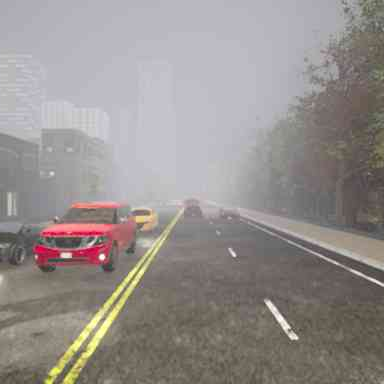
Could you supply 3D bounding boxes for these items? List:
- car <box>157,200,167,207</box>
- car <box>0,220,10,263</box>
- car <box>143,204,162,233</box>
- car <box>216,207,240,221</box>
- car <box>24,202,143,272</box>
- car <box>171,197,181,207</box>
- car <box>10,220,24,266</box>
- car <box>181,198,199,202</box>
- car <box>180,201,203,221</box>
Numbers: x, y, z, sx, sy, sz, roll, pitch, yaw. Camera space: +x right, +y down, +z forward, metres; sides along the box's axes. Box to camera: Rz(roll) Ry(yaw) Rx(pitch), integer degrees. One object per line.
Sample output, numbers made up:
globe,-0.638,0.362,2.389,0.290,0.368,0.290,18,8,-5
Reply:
car,-6.509,2.395,72.183,2.128,1.511,4.902,0,-1,0
car,-3.353,1.242,1.311,2.150,2.045,5.566,0,-1,0
car,-3.349,1.793,22.230,1.882,1.535,5.008,0,-1,0
car,3.345,2.050,31.723,1.895,1.301,4.718,0,-1,0
car,-3.344,1.388,11.706,2.150,2.045,5.566,0,-1,1
car,-3.259,2.095,72.157,2.150,2.045,5.566,0,-1,0
car,-6.590,1.737,12.143,1.994,1.385,4.181,0,-1,1
car,0.005,1.842,43.853,2.150,2.045,5.566,0,0,0
car,0.096,1.939,32.614,1.882,1.535,5.008,0,-1,0
